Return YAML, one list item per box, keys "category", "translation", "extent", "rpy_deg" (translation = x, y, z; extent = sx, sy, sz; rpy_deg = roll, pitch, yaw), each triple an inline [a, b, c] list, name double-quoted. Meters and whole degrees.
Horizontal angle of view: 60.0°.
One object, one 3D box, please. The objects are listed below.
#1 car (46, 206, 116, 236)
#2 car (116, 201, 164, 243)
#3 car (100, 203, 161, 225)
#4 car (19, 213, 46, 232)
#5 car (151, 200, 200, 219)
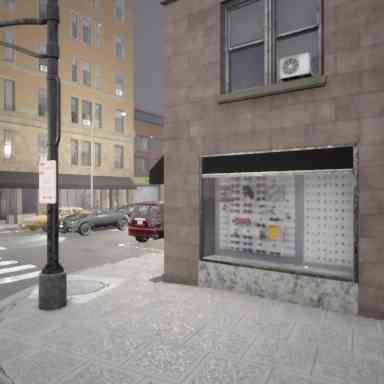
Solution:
- category: "car"
  translation: [-5.515, 1.556, 18.573]
  extent: [1.994, 1.385, 4.181]
  rpy_deg: [0, 0, 35]
- category: "car"
  translation: [-0.732, 1.305, 15.346]
  extent: [2.192, 1.841, 5.009]
  rpy_deg: [0, 0, 35]
- category: "car"
  translation: [-4.489, 1.547, 24.880]
  extent: [1.947, 1.339, 4.313]
  rpy_deg: [0, 0, 35]
- category: "car"
  translation: [-7.815, 1.518, 20.096]
  extent: [1.752, 1.417, 4.829]
  rpy_deg: [0, 0, 35]
- category: "car"
  translation: [-1.358, 1.495, 29.383]
  extent: [1.752, 1.417, 4.829]
  rpy_deg: [0, 0, 35]
